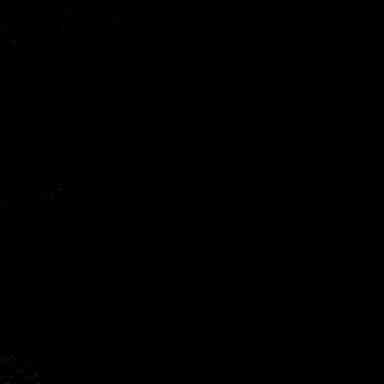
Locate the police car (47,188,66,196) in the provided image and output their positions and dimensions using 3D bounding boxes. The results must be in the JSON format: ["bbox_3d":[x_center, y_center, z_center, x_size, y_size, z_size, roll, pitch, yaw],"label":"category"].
[{"bbox_3d":[-26.125,0.039,66.081,1.930,1.638,5.238,-1,0,35],"label":"police car"}]
